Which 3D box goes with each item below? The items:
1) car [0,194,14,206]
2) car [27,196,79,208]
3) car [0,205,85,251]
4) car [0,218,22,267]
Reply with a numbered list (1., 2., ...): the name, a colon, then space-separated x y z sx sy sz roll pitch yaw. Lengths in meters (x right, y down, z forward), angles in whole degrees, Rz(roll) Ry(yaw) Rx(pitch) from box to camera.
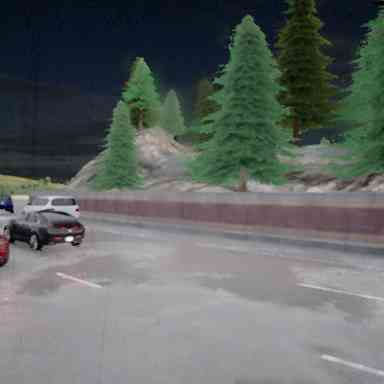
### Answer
1. car: -21.213 1.264 36.793 2.150 2.045 5.566 1 0 -35
2. car: -9.622 1.286 22.542 2.150 2.045 5.566 1 0 -44
3. car: -6.463 1.544 14.397 4.892 1.490 1.837 0 0 43
4. car: -7.255 1.527 10.360 4.674 1.442 1.812 0 -1 42
